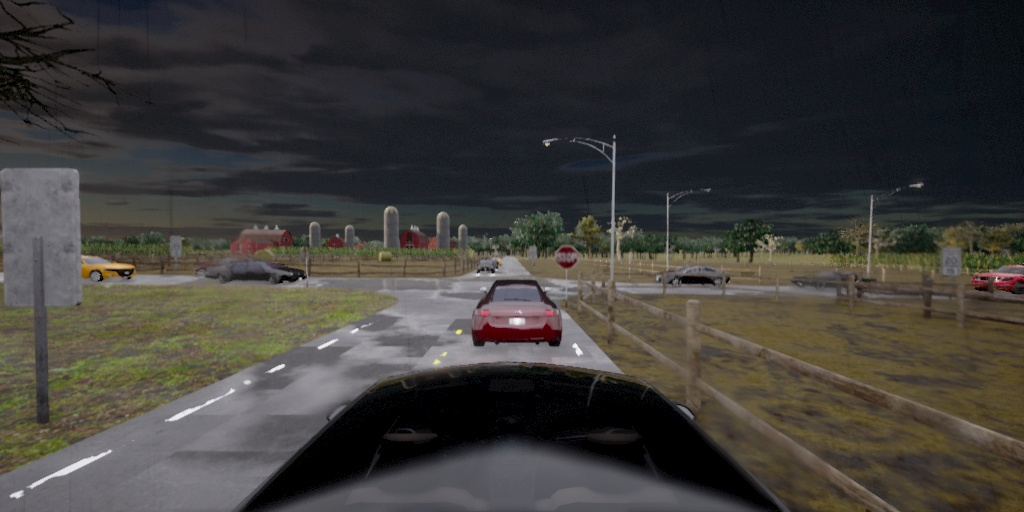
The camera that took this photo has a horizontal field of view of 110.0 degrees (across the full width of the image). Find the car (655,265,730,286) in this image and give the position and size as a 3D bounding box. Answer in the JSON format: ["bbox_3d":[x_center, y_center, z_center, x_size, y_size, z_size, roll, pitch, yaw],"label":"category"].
[{"bbox_3d":[12.755,1.406,25.420,4.902,1.511,2.128,1,1,0],"label":"car"}]

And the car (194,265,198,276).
[{"bbox_3d":[-19.416,0.802,25.232,5.008,1.535,1.882,1,1,0],"label":"car"}]

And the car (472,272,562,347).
[{"bbox_3d":[0.099,1.285,9.266,1.994,1.385,4.181,0,0,0],"label":"car"}]

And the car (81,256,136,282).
[{"bbox_3d":[-26.390,0.747,22.242,5.008,1.535,1.882,1,1,0],"label":"car"}]

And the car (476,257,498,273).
[{"bbox_3d":[-2.801,1.097,39.630,1.837,1.490,4.892,0,0,-1],"label":"car"}]

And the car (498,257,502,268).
[{"bbox_3d":[-2.833,1.032,49.795,2.128,1.511,4.902,0,0,0],"label":"car"}]

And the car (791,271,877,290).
[{"bbox_3d":[22.719,1.731,25.481,4.718,1.301,1.895,1,1,0],"label":"car"}]

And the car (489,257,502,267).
[{"bbox_3d":[-2.777,0.957,61.462,1.882,1.535,5.008,0,1,1],"label":"car"}]

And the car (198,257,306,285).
[{"bbox_3d":[-15.819,0.989,22.303,5.357,1.411,2.033,1,1,0],"label":"car"}]

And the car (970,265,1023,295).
[{"bbox_3d":[36.430,1.683,25.546,5.566,2.045,2.150,2,1,-1],"label":"car"}]
